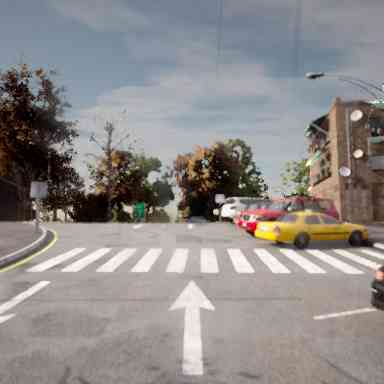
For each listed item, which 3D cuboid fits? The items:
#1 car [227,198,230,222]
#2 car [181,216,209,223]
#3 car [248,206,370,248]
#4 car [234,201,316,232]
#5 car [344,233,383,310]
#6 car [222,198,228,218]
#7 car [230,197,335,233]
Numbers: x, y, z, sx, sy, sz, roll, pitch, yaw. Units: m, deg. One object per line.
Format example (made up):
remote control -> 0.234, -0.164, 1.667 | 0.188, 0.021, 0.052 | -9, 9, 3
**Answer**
car -> 5.235, 1.528, 23.960 | 4.553, 1.767, 2.185 | 2, -3, -21
car -> 0.439, 3.878, 43.870 | 1.895, 1.301, 4.718 | -3, -8, 30
car -> 5.478, 1.567, 14.936 | 5.366, 1.575, 1.946 | 1, -1, -20
car -> 5.222, 1.473, 20.936 | 4.553, 1.767, 2.185 | 1, -1, -21
car -> 5.318, 1.558, 5.816 | 4.674, 1.452, 2.002 | 1, -1, -20
car -> 5.142, 1.536, 26.912 | 5.566, 2.045, 2.435 | 2, -6, -20
car -> 5.262, 1.331, 17.886 | 5.566, 2.045, 2.435 | 1, 0, -21
